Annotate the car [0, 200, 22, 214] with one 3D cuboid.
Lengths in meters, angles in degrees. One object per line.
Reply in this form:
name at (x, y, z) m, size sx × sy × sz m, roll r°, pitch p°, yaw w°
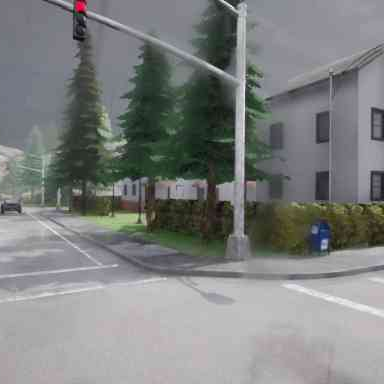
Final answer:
car at (-20.474, 1.658, 37.694) m, size 1.837 × 1.490 × 4.892 m, roll 1°, pitch -1°, yaw -32°
